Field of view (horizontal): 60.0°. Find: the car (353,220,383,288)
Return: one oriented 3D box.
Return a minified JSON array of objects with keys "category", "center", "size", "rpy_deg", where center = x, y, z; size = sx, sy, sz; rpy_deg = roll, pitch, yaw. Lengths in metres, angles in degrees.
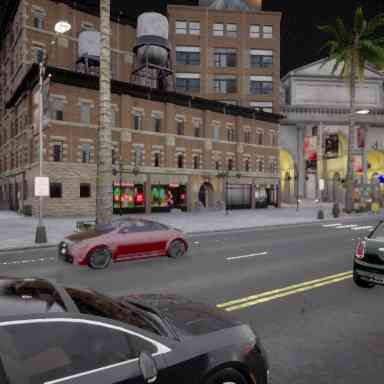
[{"category":"car","center":[5.916,1.352,7.994],"size":[4.553,1.767,2.097],"rpy_deg":[0,0,-35]}]

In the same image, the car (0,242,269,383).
[{"category":"car","center":[-1.459,1.505,2.698],"size":[4.892,1.490,1.837],"rpy_deg":[0,0,-36]}]

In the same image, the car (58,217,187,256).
[{"category":"car","center":[-2.174,1.564,11.028],"size":[4.181,1.385,1.994],"rpy_deg":[0,0,-35]}]
